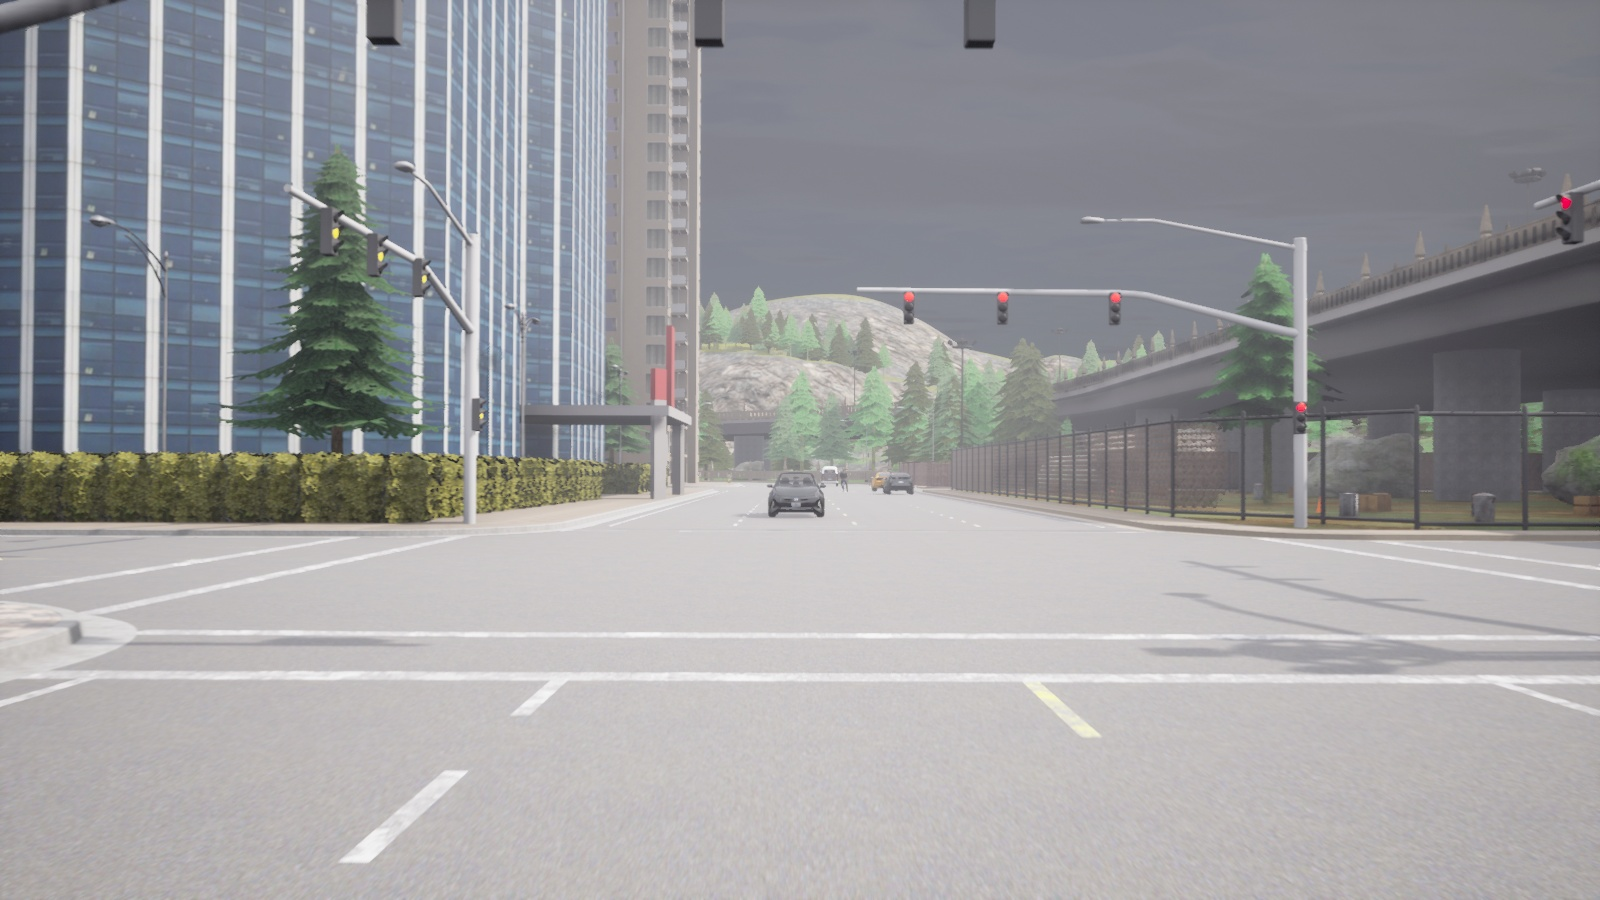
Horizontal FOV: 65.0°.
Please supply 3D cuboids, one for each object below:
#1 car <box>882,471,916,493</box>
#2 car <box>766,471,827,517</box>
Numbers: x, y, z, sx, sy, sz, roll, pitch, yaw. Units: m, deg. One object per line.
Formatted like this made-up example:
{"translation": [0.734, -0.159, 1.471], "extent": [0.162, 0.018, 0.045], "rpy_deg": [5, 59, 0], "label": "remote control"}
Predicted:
{"translation": [6.773, 2.181, 86.424], "extent": [2.007, 1.525, 4.514], "rpy_deg": [0, -1, 0], "label": "car"}
{"translation": [-0.115, 1.496, 43.875], "extent": [2.007, 1.525, 4.514], "rpy_deg": [0, -1, 0], "label": "car"}
